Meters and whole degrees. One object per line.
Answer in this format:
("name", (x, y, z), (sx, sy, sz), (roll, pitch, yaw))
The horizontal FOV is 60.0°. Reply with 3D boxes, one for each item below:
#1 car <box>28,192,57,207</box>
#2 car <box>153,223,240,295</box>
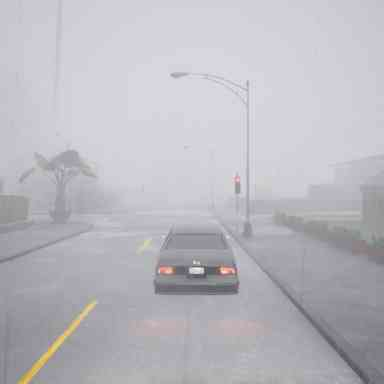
("car", (-19.748, 0.985, 43.898), (1.905, 1.878, 3.866), (0, 0, 35))
("car", (0.099, 1.547, 8.855), (2.033, 1.411, 5.357), (0, 0, 0))
